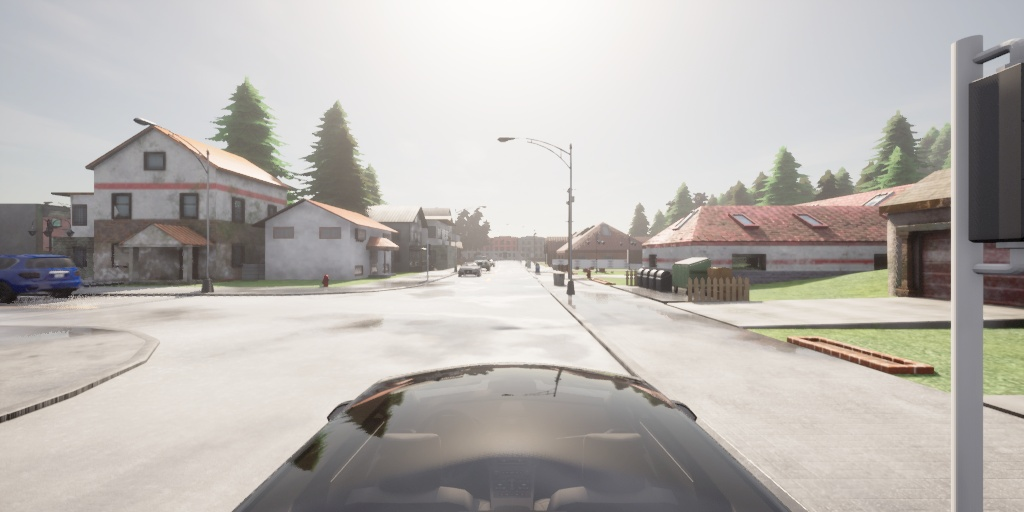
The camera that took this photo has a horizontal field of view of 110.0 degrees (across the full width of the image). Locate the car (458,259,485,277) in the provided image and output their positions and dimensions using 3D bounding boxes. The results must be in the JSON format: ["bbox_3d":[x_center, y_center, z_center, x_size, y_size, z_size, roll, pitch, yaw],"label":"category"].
[{"bbox_3d":[-4.089,1.314,35.454,1.994,1.385,4.181,0,0,0],"label":"car"}]

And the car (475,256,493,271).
[{"bbox_3d":[-4.082,0.974,48.096,2.150,2.045,5.566,0,0,0],"label":"car"}]

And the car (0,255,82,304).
[{"bbox_3d":[-22.667,0.971,15.902,5.566,2.045,2.150,0,0,1],"label":"car"}]

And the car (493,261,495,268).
[{"bbox_3d":[-3.998,1.314,63.384,1.994,1.385,4.181,0,0,0],"label":"car"}]
